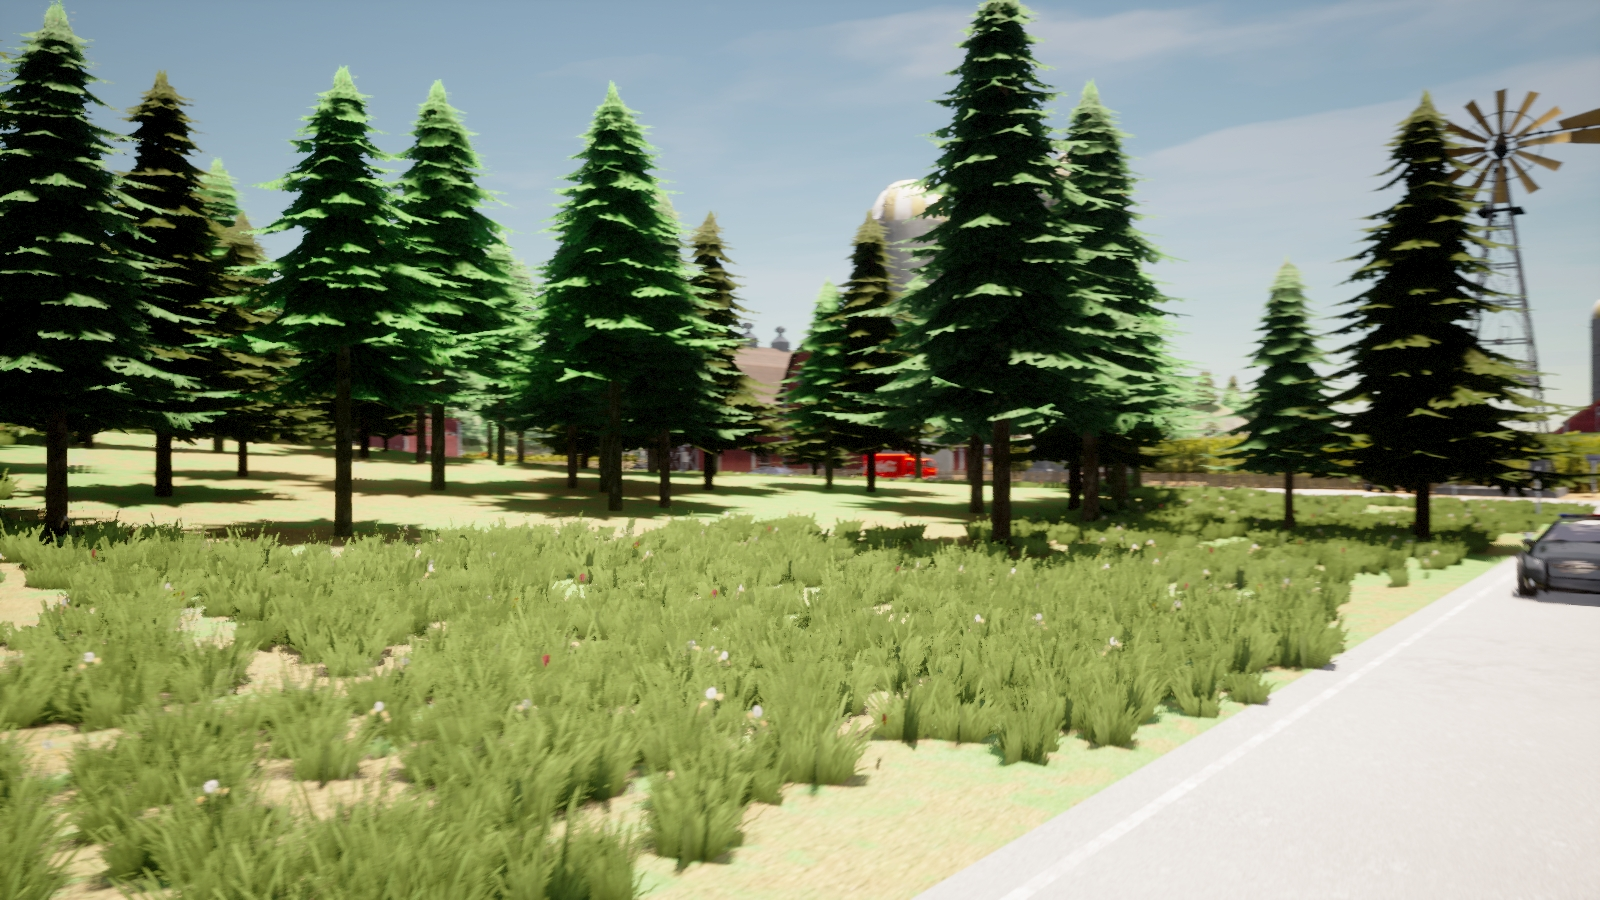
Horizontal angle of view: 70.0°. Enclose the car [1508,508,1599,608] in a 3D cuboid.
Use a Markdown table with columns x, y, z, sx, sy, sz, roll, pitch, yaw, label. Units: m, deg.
| x | y | z | sx | sy | sz | roll | pitch | yaw | label |
| --- | --- | --- | --- | --- | --- | --- | --- | --- | --- |
| 15.509 | 2.051 | 22.571 | 2.038 | 1.542 | 4.974 | 0 | 0 | 38 | car |
